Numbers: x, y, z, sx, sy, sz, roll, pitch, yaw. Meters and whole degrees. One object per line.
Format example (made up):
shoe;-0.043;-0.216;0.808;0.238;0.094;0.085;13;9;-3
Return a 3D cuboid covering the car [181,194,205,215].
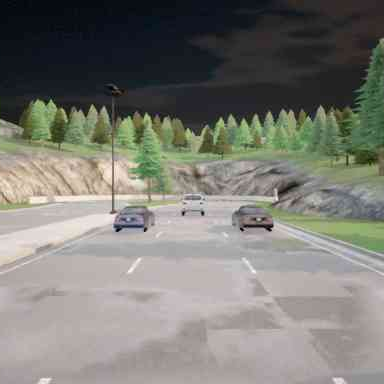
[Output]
car;0.118;1.221;33.657;2.150;2.045;5.566;0;0;1

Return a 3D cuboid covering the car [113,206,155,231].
car;-3.399;1.548;20.336;2.033;1.411;5.357;0;0;0

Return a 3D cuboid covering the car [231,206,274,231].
car;3.600;1.548;20.419;2.033;1.411;5.357;0;0;0
